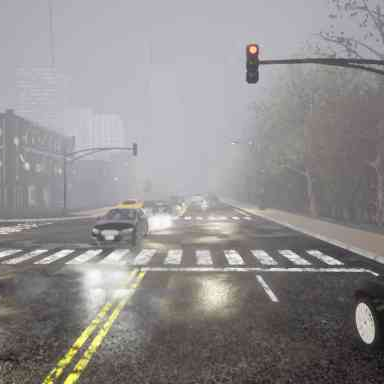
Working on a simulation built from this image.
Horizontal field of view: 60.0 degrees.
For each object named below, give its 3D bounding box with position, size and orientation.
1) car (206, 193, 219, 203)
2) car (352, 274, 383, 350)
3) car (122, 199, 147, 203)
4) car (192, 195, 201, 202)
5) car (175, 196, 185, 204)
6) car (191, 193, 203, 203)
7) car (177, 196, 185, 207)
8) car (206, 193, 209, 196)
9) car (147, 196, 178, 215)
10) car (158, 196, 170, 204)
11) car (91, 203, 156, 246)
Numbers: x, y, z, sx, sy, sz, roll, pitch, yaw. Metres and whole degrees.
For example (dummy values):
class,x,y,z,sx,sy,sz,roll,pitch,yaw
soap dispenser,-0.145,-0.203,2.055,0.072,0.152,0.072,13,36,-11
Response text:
class,x,y,z,sx,sy,sz,roll,pitch,yaw
car,4.332,1.480,66.146,1.837,1.490,4.892,0,0,1
car,3.394,1.477,3.191,1.882,1.535,5.008,0,0,1
car,-6.113,1.468,33.101,1.882,1.535,5.008,0,0,1
car,1.137,1.509,76.734,2.033,1.411,5.357,0,0,1
car,-2.314,1.482,65.672,1.837,1.490,4.892,0,0,1
car,1.083,1.197,66.110,2.150,2.045,5.566,0,0,1
car,-2.603,1.334,50.011,2.097,1.767,4.553,0,0,1
car,4.387,1.195,76.609,2.150,2.045,5.566,0,0,1
car,-2.852,1.482,33.569,2.128,1.511,4.902,0,0,1
car,-5.542,1.576,66.384,1.895,1.301,4.718,0,0,2
car,-3.124,1.488,15.194,2.128,1.511,4.902,0,0,1
